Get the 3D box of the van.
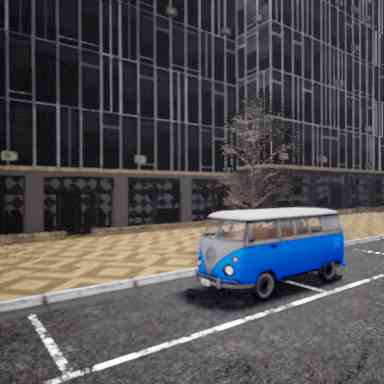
[{"bbox_3d":[1.980,1.293,7.988,3.998,1.788,1.690,-1,0,-36],"label":"van"}]
